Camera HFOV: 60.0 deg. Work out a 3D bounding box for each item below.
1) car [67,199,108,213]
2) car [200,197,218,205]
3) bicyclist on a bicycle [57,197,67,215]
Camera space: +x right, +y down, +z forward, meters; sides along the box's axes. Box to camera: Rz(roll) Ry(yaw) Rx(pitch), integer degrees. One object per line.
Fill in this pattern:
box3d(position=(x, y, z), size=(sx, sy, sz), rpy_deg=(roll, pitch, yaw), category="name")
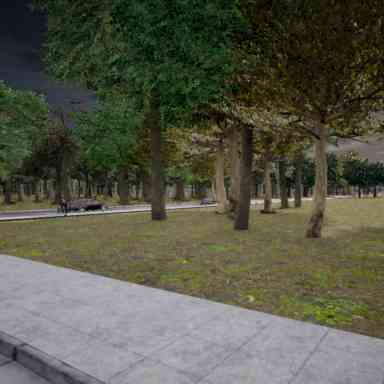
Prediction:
box3d(position=(-11.327, 1.475, 36.100), size=(2.128, 1.511, 4.902), rpy_deg=(0, 0, 36), category="car")
box3d(position=(3.241, 1.535, 56.434), size=(1.994, 1.385, 4.181), rpy_deg=(0, 0, 36), category="car")
box3d(position=(-11.864, 1.292, 30.360), size=(1.656, 1.620, 0.582), rpy_deg=(0, 0, 36), category="bicyclist on a bicycle")
